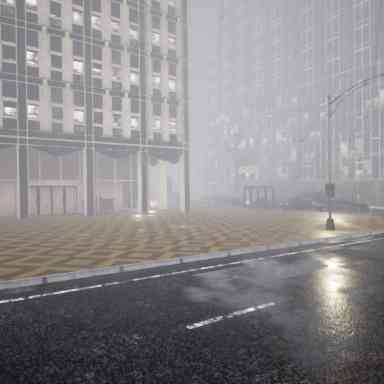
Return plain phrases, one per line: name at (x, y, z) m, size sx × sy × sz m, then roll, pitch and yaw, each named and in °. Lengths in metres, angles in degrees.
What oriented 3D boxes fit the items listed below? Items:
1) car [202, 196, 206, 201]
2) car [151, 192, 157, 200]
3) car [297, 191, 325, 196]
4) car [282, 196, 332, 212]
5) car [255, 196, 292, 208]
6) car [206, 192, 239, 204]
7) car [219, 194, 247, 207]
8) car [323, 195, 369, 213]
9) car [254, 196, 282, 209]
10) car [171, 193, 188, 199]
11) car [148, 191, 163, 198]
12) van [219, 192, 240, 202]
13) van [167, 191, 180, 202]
car at (3.527, 1.041, 64.575) m, size 1.802 × 1.307 × 4.206 m, roll -1°, pitch 1°, yaw -34°
car at (-9.795, 1.038, 69.265) m, size 2.008 × 1.369 × 4.403 m, roll 0°, pitch 1°, yaw -34°
car at (15.068, 0.946, 42.969) m, size 2.150 × 2.045 × 5.566 m, roll -1°, pitch 1°, yaw -34°
car at (12.466, 1.422, 36.291) m, size 1.947 × 1.339 × 4.313 m, roll -1°, pitch 1°, yaw -34°
car at (10.675, 1.273, 43.745) m, size 1.812 × 1.442 × 4.674 m, roll -1°, pitch 1°, yaw -34°
car at (4.850, 1.158, 52.339) m, size 1.837 × 1.490 × 4.892 m, roll -1°, pitch 1°, yaw -34°
car at (6.138, 1.318, 45.736) m, size 1.947 × 1.339 × 4.313 m, roll -1°, pitch 1°, yaw -34°
car at (16.412, 1.404, 35.309) m, size 1.994 × 1.385 × 4.181 m, roll -1°, pitch 1°, yaw -34°
car at (9.285, 1.386, 41.003) m, size 1.802 × 1.307 × 4.206 m, roll -1°, pitch 1°, yaw -34°
car at (-2.864, 0.934, 73.976) m, size 1.802 × 1.307 × 4.206 m, roll 0°, pitch 1°, yaw -34°
car at (-9.255, 0.684, 83.374) m, size 1.967 × 1.590 × 4.097 m, roll 0°, pitch 1°, yaw -34°
van at (6.722, 0.853, 59.872) m, size 1.690 × 1.788 × 3.998 m, roll -1°, pitch 1°, yaw -34°
van at (-3.403, 0.935, 59.862) m, size 1.690 × 1.788 × 3.998 m, roll 0°, pitch 1°, yaw -34°
